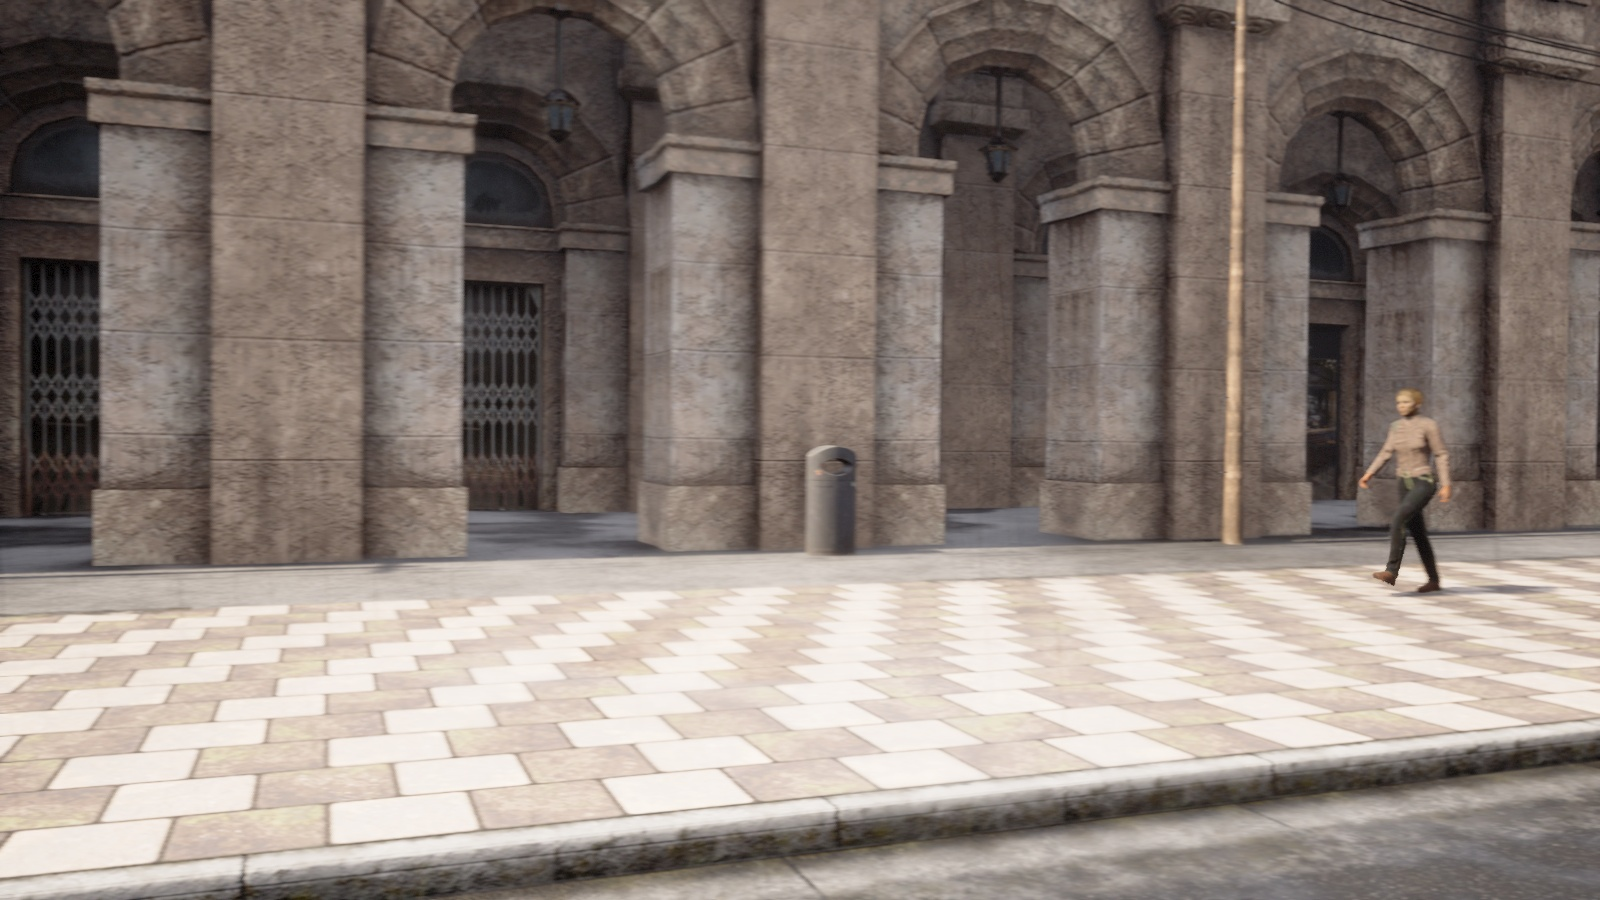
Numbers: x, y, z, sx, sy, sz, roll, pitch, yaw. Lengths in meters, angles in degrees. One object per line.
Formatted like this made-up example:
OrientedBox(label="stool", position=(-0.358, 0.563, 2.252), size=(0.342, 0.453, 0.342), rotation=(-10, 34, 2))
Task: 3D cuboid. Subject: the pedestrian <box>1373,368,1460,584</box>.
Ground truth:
OrientedBox(label="pedestrian", position=(5.392, 0.218, 10.992), size=(0.634, 1.846, 0.331), rotation=(-1, 1, -20))
